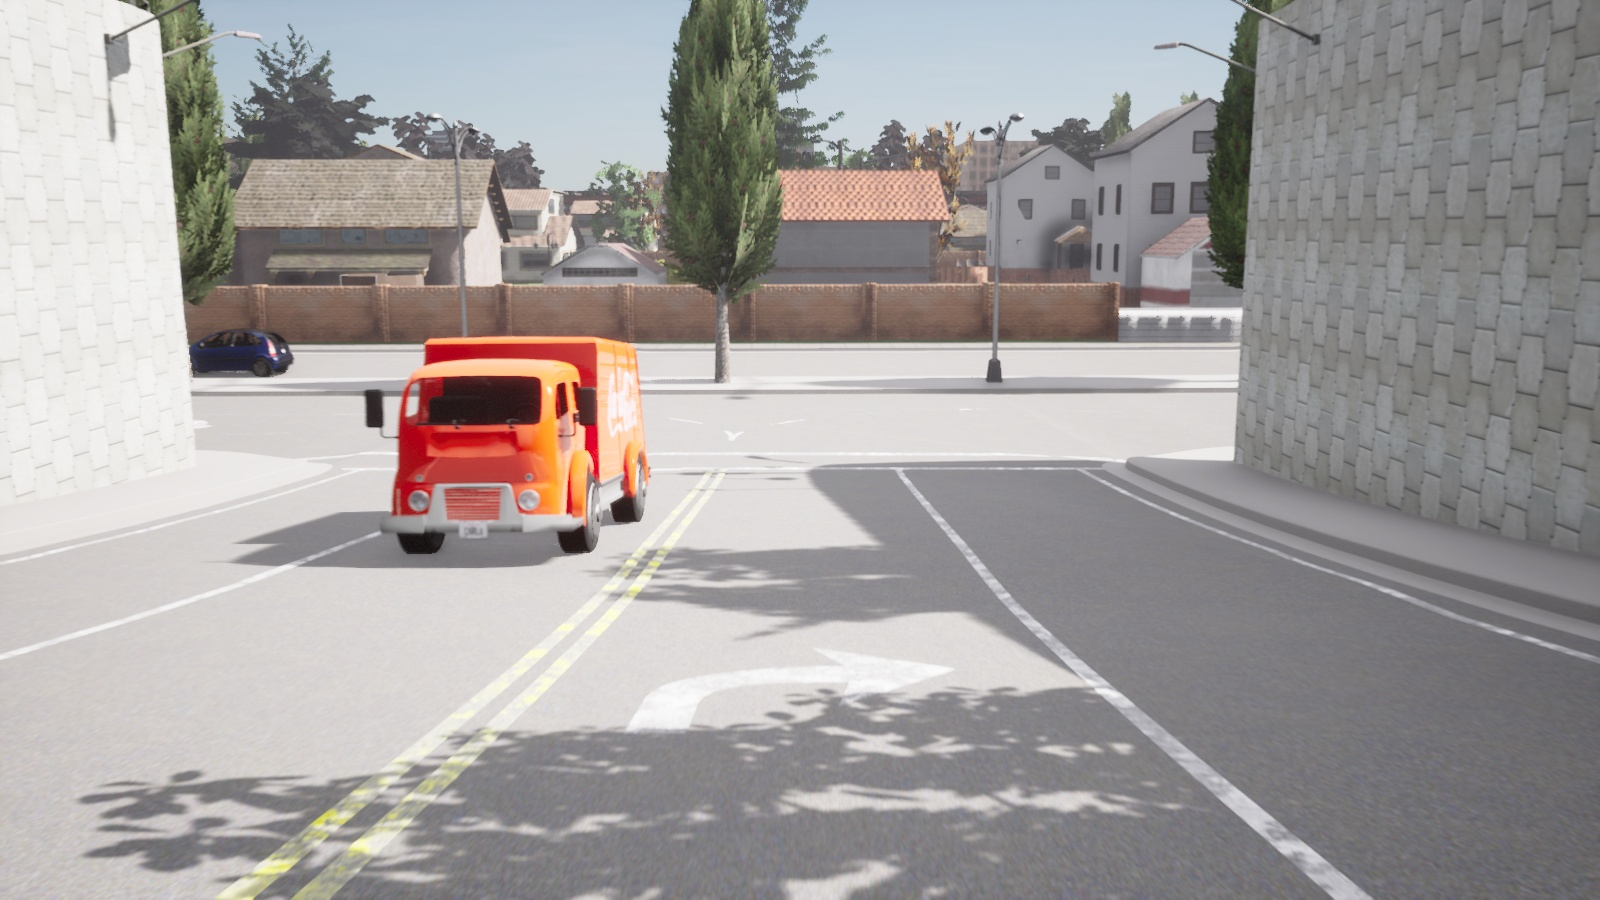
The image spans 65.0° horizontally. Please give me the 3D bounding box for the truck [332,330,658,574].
[{"bbox_3d":[-3.393,-0.146,15.382,2.627,2.467,5.204,0,4,1],"label":"truck"}]

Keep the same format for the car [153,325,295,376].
[{"bbox_3d":[-20.015,-3.491,43.800,3.988,1.617,1.851,0,10,-1],"label":"car"}]
